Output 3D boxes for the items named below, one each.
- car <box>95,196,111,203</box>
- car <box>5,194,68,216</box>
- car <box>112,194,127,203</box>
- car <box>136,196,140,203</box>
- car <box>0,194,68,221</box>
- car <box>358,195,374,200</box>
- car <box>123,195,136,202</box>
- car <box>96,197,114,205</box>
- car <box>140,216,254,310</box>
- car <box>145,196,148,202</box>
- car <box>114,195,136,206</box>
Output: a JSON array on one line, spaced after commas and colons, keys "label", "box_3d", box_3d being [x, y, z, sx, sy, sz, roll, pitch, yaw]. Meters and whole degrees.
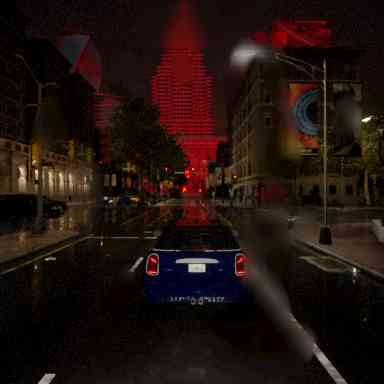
[{"label": "car", "box_3d": [-18.015, 1.595, 67.472, 1.895, 1.301, 4.718, 0, 0, 0]}, {"label": "car", "box_3d": [-15.354, 1.222, 33.274, 5.566, 2.045, 2.150, 0, 0, -19]}, {"label": "car", "box_3d": [-14.764, 1.352, 68.079, 2.097, 1.767, 4.553, 0, 0, 0]}, {"label": "car", "box_3d": [-11.300, 1.478, 65.943, 1.882, 1.535, 5.008, 0, 0, 1]}, {"label": "car", "box_3d": [-13.328, 1.221, 26.945, 5.566, 2.045, 2.150, 0, 0, 0]}, {"label": "car", "box_3d": [34.684, 1.481, 68.681, 2.231, 1.521, 4.892, 0, 0, 0]}, {"label": "car", "box_3d": [-14.727, 1.525, 78.480, 2.128, 1.511, 4.902, 0, 0, 0]}, {"label": "car", "box_3d": [-14.876, 1.547, 57.969, 2.033, 1.411, 5.357, 0, 0, 0]}, {"label": "car", "box_3d": [0.101, 1.352, 7.960, 2.097, 1.767, 4.553, 0, 0, 0]}, {"label": "car", "box_3d": [-11.236, 1.552, 75.816, 1.994, 1.385, 4.181, 0, 0, 0]}, {"label": "car", "box_3d": [-11.386, 1.526, 56.795, 1.812, 1.442, 4.674, 0, 0, 0]}]
